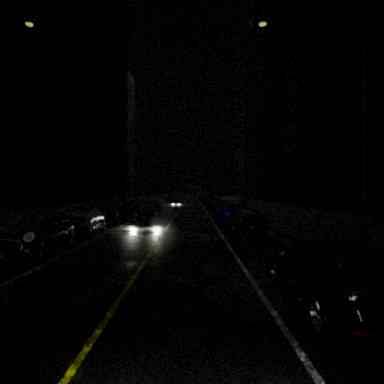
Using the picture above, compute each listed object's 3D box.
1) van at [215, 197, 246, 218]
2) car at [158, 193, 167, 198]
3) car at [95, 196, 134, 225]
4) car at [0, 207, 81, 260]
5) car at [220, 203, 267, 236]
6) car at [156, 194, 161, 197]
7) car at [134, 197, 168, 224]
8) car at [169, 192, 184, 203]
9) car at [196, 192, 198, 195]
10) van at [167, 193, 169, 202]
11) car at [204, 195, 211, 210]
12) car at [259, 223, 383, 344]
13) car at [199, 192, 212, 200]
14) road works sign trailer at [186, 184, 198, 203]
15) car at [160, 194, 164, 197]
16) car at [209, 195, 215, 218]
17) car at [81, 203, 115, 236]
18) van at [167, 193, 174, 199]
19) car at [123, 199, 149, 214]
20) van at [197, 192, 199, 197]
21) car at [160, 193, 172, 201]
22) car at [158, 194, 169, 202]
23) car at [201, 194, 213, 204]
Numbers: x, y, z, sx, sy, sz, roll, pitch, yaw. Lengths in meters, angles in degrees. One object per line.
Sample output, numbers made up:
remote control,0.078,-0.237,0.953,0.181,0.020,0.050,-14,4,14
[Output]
van,2.768,1.256,23.206,1.690,1.788,3.998,0,0,0
car,-5.753,1.332,56.680,1.752,1.417,4.829,0,0,0
car,-5.757,1.230,23.192,2.192,1.841,5.009,0,0,0
car,-5.759,1.395,11.974,1.967,1.590,4.097,0,0,0
car,2.766,1.479,17.598,1.887,1.381,4.507,0,0,0
car,-5.755,1.391,45.631,2.008,1.369,4.403,0,0,0
car,-3.095,1.389,24.022,1.882,1.535,5.008,0,0,0
car,-3.015,1.280,64.330,2.128,1.511,4.902,0,0,1
car,2.777,1.027,90.515,2.192,1.841,5.009,0,0,0
van,-5.752,1.132,62.458,1.690,1.788,3.998,0,0,0
car,2.770,1.424,40.033,1.947,1.339,4.313,0,0,0
car,2.765,1.541,6.379,1.947,1.339,4.313,0,0,0
car,2.772,1.122,56.860,2.192,1.841,5.009,0,0,0
road works sign trailer,0.010,0.251,63.638,2.380,3.560,2.880,0,0,0
car,-5.754,1.405,51.240,1.802,1.307,4.206,0,0,0
car,2.768,1.335,28.815,1.967,1.590,4.097,0,0,0
car,-5.759,1.486,17.584,2.008,1.369,4.403,0,0,0
van,-5.748,1.053,90.506,1.690,1.788,3.998,0,0,0
car,-5.756,1.442,34.412,1.947,1.339,4.313,0,0,0
van,2.775,1.084,79.297,1.690,1.788,3.998,0,0,0
car,-5.751,1.074,73.677,2.192,1.841,5.009,0,0,0
car,-5.752,1.214,68.068,1.967,1.590,4.097,0,0,0
car,2.771,1.405,51.252,1.802,1.307,4.206,0,0,0
